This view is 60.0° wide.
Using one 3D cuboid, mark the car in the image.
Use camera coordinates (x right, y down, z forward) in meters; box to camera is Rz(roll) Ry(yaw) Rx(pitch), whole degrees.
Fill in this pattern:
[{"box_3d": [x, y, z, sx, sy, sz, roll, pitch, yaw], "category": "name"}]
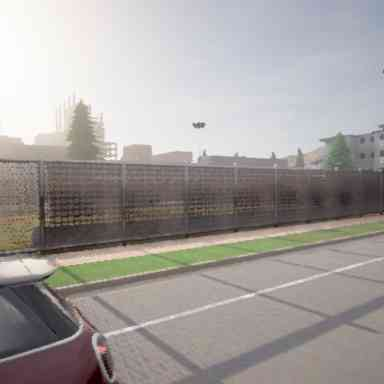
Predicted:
[{"box_3d": [-2.794, 1.374, 2.007, 4.553, 1.767, 2.097, -1, 1, -35], "category": "car"}]
